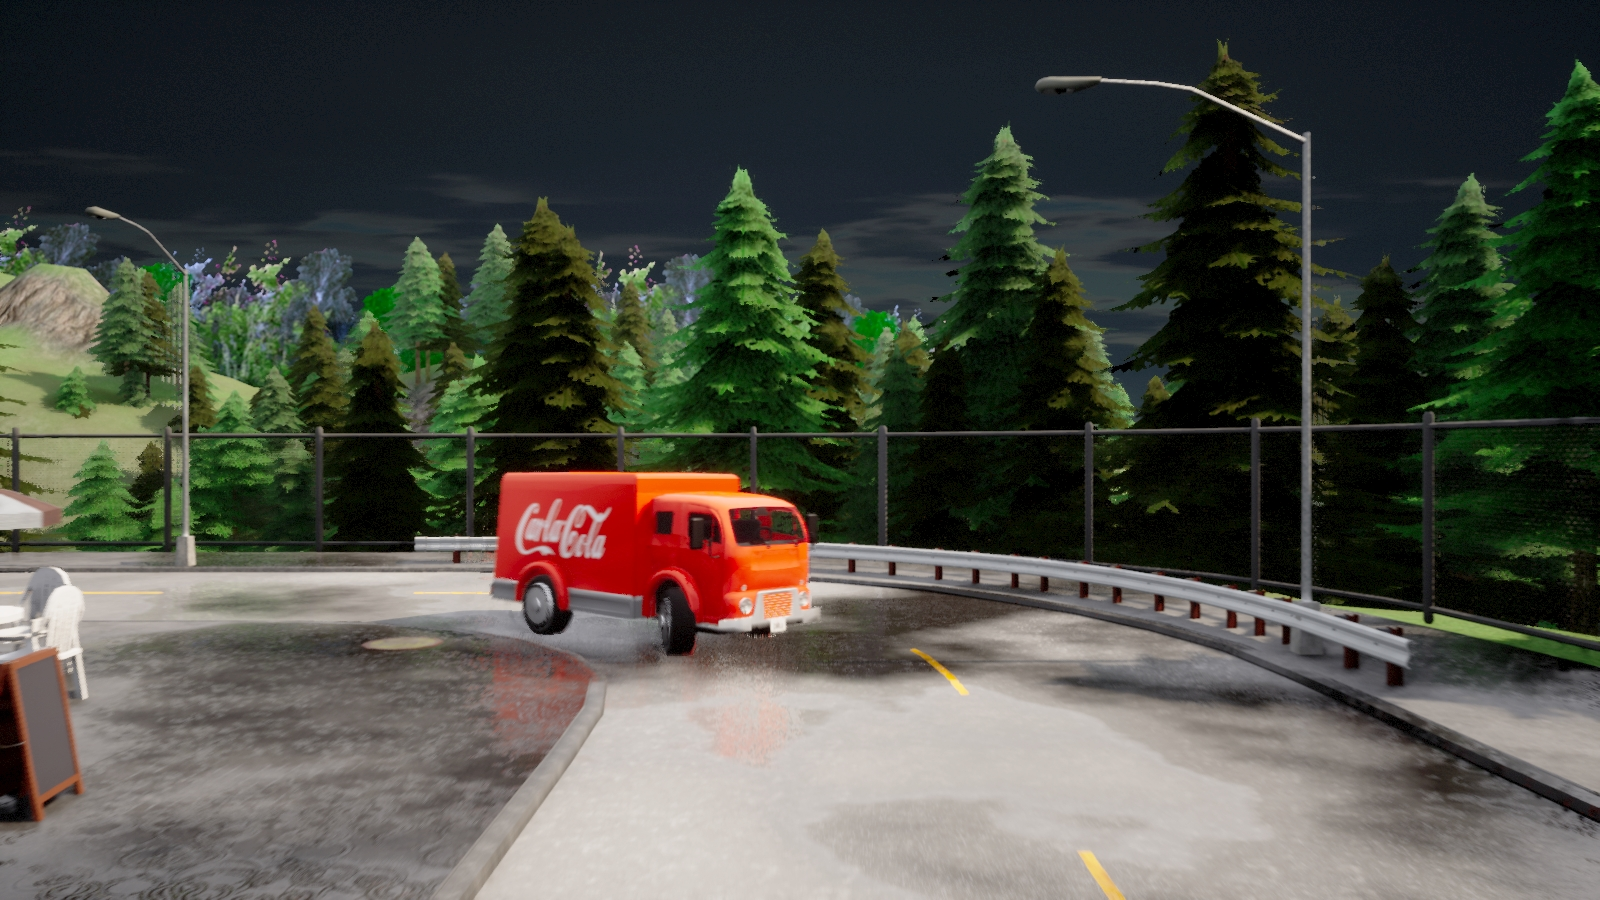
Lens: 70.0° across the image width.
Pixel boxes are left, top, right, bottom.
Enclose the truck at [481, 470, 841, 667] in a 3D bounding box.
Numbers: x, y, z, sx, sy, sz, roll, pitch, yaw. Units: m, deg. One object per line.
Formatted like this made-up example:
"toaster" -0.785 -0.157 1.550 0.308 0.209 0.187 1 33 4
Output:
"truck" -2.237 1.570 17.374 5.204 2.467 2.627 0 -1 42
